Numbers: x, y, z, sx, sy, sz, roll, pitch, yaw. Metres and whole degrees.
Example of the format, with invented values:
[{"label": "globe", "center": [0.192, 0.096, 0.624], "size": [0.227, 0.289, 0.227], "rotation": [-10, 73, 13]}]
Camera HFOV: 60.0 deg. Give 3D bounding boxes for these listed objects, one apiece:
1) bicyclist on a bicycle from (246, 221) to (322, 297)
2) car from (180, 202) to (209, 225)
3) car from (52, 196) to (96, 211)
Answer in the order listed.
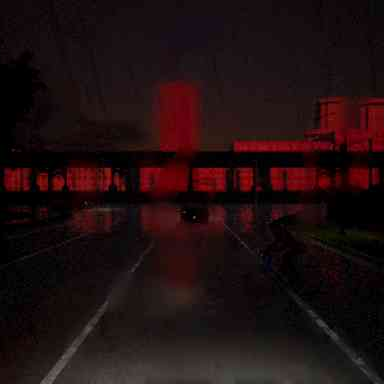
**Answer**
[{"label": "bicyclist on a bicycle", "center": [1.957, 1.452, 7.139], "size": [1.656, 1.620, 0.582], "rotation": [-2, 0, 0]}, {"label": "car", "center": [0.169, 1.478, 23.803], "size": [1.882, 1.535, 5.008], "rotation": [0, 0, 0]}, {"label": "car", "center": [-14.660, 1.351, 40.917], "size": [4.553, 1.767, 2.097], "rotation": [0, 0, 2]}]
